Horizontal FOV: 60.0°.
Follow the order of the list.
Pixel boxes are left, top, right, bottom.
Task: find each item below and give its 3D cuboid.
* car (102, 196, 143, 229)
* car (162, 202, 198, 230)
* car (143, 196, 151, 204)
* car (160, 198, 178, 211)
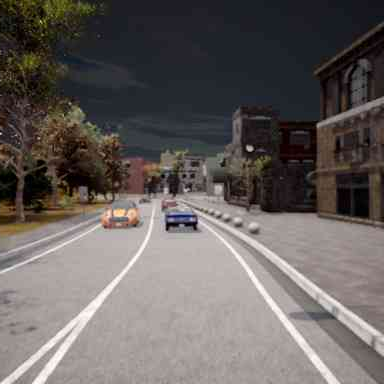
[{"bbox_3d":[-4.571,1.354,21.990,2.097,1.767,4.553,-1,0,-6],"label":"car"},{"bbox_3d":[-0.766,1.565,20.646,1.895,1.301,4.718,-1,0,-5],"label":"car"},{"bbox_3d":[-8.761,1.468,62.501,1.994,1.385,4.181,-1,1,-5],"label":"car"},{"bbox_3d":[-2.676,1.469,39.461,1.812,1.442,4.674,-1,0,-6],"label":"car"}]
